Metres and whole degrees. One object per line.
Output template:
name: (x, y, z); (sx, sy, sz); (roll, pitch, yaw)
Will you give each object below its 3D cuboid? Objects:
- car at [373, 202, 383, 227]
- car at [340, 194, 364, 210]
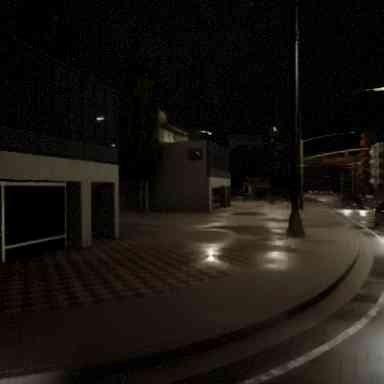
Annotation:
car: (10.983, 1.250, 17.672); (1.837, 1.490, 4.892); (0, 1, 19)
car: (17.015, 1.028, 35.574); (1.837, 1.490, 4.892); (0, 0, 19)
